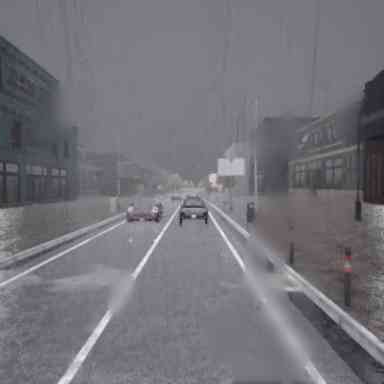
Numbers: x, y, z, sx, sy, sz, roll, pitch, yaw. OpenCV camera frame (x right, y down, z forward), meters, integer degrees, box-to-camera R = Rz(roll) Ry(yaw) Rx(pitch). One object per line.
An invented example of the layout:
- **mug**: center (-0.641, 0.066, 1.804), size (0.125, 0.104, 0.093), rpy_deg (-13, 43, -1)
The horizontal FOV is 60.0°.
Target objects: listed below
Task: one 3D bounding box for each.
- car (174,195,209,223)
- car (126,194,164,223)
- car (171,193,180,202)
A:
- **car**: center (0.107, 1.211, 22.456), size (2.128, 1.511, 4.902), rpy_deg (0, 1, 0)
- **car**: center (-3.090, 1.066, 22.713), size (2.097, 1.767, 4.553), rpy_deg (0, 1, 0)
- **car**: center (-2.992, 1.026, 63.931), size (1.882, 1.535, 5.008), rpy_deg (0, 0, 0)
